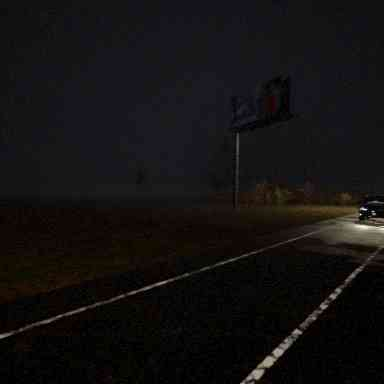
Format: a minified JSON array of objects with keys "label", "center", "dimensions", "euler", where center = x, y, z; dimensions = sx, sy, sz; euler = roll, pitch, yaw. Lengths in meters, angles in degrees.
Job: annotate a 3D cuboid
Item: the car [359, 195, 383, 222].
[{"label":"car","center":[14.656,1.234,26.083],"dimensions":[2.150,2.045,5.566],"euler":[1,1,36]}]
